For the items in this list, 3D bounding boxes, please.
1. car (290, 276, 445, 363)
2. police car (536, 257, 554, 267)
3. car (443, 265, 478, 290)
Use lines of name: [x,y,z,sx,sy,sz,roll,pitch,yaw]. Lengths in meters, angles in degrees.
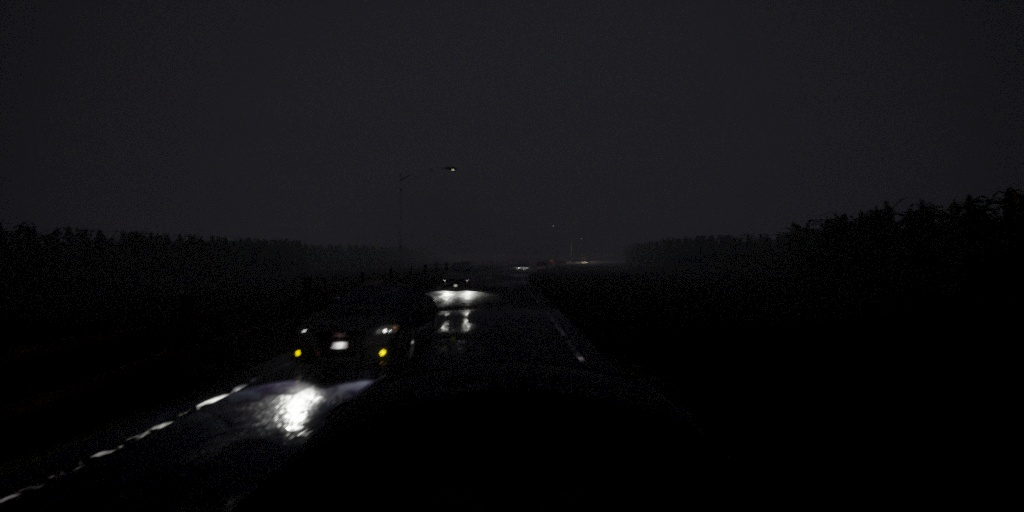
car: [-2.929,1.317,8.015,1.994,1.385,4.181,0,0,-1]
police car: [5.754,1.170,65.224,1.930,1.638,5.238,0,0,16]
car: [-3.235,1.310,23.067,2.033,1.411,5.357,0,0,-1]
